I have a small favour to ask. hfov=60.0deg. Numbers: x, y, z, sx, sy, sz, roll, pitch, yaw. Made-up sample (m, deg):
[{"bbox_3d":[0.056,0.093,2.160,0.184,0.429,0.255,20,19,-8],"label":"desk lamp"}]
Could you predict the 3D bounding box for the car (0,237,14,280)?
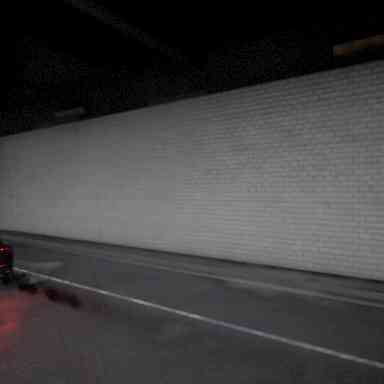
[{"bbox_3d":[-6.523,1.506,8.646,4.892,1.490,1.837,0,0,36],"label":"car"}]
